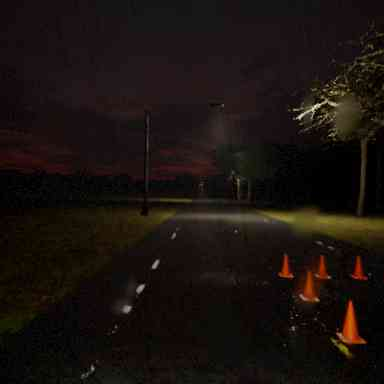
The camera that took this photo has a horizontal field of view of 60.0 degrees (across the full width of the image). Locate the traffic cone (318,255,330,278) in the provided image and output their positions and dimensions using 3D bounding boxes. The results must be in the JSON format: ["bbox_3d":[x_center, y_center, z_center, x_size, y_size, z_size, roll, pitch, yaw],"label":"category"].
[{"bbox_3d":[3.607,2.047,9.229,0.340,0.580,0.340,1,0,2],"label":"traffic cone"}]

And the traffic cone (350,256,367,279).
[{"bbox_3d":[4.606,2.065,9.202,0.340,0.580,0.340,1,0,1],"label":"traffic cone"}]

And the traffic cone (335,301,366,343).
[{"bbox_3d":[2.502,2.016,5.257,0.340,0.580,0.340,1,0,2],"label":"traffic cone"}]

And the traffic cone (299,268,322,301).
[{"bbox_3d":[2.555,2.022,7.256,0.340,0.580,0.340,1,0,2],"label":"traffic cone"}]

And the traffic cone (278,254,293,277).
[{"bbox_3d":[2.608,2.028,9.255,0.340,0.580,0.340,1,0,2],"label":"traffic cone"}]
